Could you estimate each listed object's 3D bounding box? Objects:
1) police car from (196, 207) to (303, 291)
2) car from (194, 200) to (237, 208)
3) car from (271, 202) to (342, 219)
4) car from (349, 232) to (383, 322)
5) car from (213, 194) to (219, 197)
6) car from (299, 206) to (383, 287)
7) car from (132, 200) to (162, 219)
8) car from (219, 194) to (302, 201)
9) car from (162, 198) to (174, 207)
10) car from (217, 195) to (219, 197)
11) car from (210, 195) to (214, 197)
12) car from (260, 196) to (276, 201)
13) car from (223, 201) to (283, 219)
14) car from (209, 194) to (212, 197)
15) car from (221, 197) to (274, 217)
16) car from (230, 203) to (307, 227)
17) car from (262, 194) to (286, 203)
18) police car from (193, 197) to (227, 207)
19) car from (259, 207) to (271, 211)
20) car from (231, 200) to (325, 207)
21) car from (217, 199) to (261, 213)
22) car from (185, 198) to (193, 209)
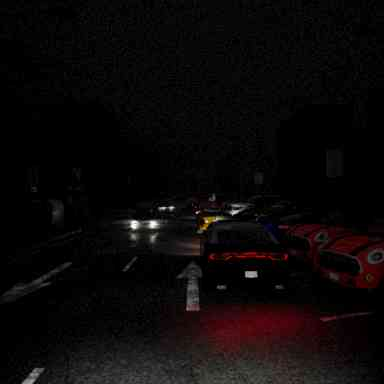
[{"bbox_3d":[1.177,1.428,9.170,1.930,1.638,5.238,0,0,0],"label":"police car"},{"bbox_3d":[1.207,1.471,19.250,1.801,1.575,5.366,0,0,0],"label":"car"},{"bbox_3d":[5.365,1.366,11.349,4.553,1.767,2.185,1,0,-20],"label":"car"},{"bbox_3d":[5.286,1.516,5.328,4.792,1.488,2.163,1,0,-20],"label":"car"},{"bbox_3d":[5.478,1.436,41.372,4.553,1.767,2.185,1,0,-20],"label":"car"},{"bbox_3d":[5.355,1.363,8.348,4.553,1.767,2.185,1,0,-20],"label":"car"},{"bbox_3d":[-4.033,1.515,29.288,1.882,1.535,5.008,0,0,0],"label":"car"},{"bbox_3d":[5.368,1.264,26.340,5.566,2.045,2.435,1,0,-20],"label":"car"},{"bbox_3d":[-3.947,1.684,53.498,1.994,1.385,4.181,0,0,0],"label":"car"},{"bbox_3d":[5.394,1.415,35.356,4.553,1.767,2.185,1,0,-20],"label":"car"},{"bbox_3d":[5.444,1.572,44.375,5.008,1.535,2.097,1,0,-20],"label":"car"},{"bbox_3d":[21.086,1.794,92.446,2.163,1.488,4.792,0,-1,-21],"label":"car"},{"bbox_3d":[5.377,1.552,29.340,4.792,1.488,2.163,1,0,-20],"label":"car"},{"bbox_3d":[5.483,1.376,59.413,5.566,2.045,2.435,1,0,-20],"label":"car"},{"bbox_3d":[5.383,1.405,32.354,4.553,1.767,2.185,1,0,-20],"label":"car"},{"bbox_3d":[5.350,1.538,23.338,4.792,1.488,2.163,1,0,-20],"label":"car"},{"bbox_3d":[18.467,1.445,75.390,2.435,2.045,5.566,0,0,-21],"label":"car"},{"bbox_3d":[1.227,1.453,25.170,1.930,1.638,5.238,0,0,0],"label":"police car"},{"bbox_3d":[5.339,1.534,14.345,4.674,1.452,2.002,1,0,-20],"label":"car"},{"bbox_3d":[5.192,1.497,20.281,5.366,1.575,1.946,1,0,-20],"label":"car"},{"bbox_3d":[5.436,1.591,38.363,4.674,1.452,2.002,1,0,-20],"label":"car"},{"bbox_3d":[0.100,1.574,47.140,1.882,1.535,5.008,0,0,1],"label":"car"}]
